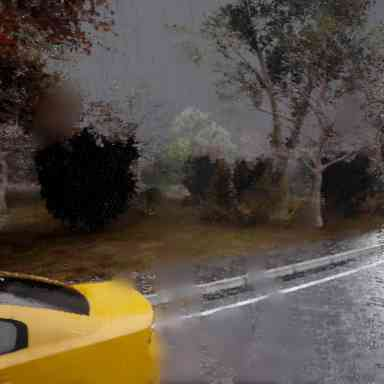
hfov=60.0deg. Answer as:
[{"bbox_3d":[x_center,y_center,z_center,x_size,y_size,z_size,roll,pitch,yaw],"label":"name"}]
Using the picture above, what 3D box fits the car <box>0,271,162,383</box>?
[{"bbox_3d":[-2.679,1.470,2.522,5.008,1.535,1.882,0,0,-31],"label":"car"}]
